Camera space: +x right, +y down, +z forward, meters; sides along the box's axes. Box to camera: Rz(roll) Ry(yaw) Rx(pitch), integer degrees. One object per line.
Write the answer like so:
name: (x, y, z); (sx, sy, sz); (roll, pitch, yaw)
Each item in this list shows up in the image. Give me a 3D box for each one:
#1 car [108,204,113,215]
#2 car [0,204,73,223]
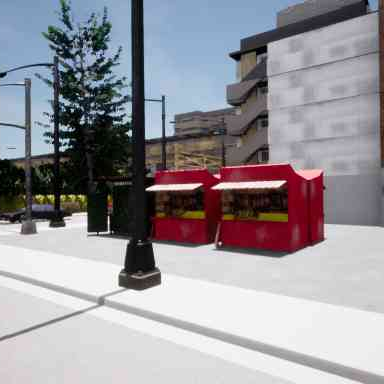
car: (-6.893, 1.490, 34.590); (2.097, 1.767, 4.553); (-1, -1, 36)
car: (-12.427, 1.686, 26.946); (2.033, 1.411, 5.357); (-1, -1, 36)
